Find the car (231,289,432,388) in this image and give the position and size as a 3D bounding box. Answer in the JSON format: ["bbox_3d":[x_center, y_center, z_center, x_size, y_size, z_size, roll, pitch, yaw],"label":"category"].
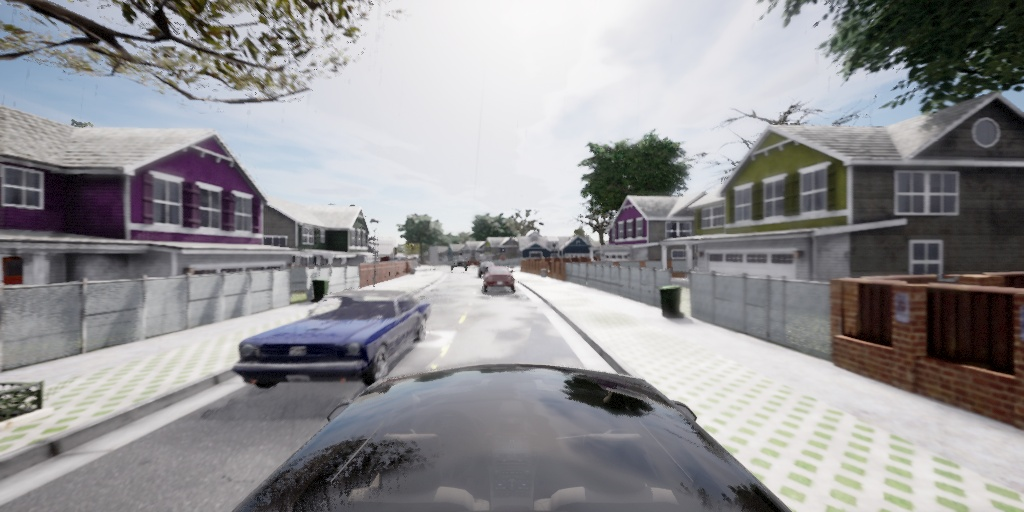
[{"bbox_3d":[-2.964,1.372,7.087,1.895,1.301,4.718,0,0,-1],"label":"car"}]

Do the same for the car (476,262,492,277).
[{"bbox_3d":[-2.654,1.395,38.119,1.837,1.490,4.892,0,0,-8],"label":"car"}]

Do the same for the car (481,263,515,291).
[{"bbox_3d":[-0.855,1.345,22.345,1.812,1.442,4.674,0,0,-5],"label":"car"}]

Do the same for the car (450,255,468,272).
[{"bbox_3d":[-7.132,0.904,48.105,2.150,2.045,5.566,0,0,-11],"label":"car"}]
